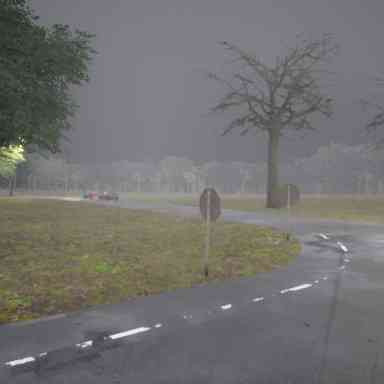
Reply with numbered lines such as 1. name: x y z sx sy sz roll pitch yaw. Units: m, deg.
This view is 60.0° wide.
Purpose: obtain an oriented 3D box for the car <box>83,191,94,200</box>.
1. car: -18.190 0.605 60.071 1.882 1.535 5.008 2 -1 -36

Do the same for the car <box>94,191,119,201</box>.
1. car: -13.430 0.653 53.512 2.128 1.511 4.902 2 -1 -35
